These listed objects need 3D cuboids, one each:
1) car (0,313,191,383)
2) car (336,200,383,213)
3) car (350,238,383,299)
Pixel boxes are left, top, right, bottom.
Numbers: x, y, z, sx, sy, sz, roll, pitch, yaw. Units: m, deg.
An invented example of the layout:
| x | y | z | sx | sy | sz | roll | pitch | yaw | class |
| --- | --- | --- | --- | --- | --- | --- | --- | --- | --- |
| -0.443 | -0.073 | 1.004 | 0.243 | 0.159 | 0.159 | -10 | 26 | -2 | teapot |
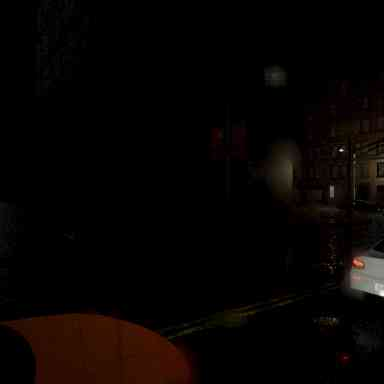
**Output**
| x | y | z | sx | sy | sz | roll | pitch | yaw | class |
| --- | --- | --- | --- | --- | --- | --- | --- | --- | --- |
| -2.264 | 1.477 | 1.828 | 5.008 | 1.535 | 1.882 | 0 | 0 | -35 | car |
| 18.798 | 1.581 | 37.477 | 1.895 | 1.301 | 4.718 | 1 | 0 | -36 | car |
| 5.238 | 1.529 | 7.173 | 4.674 | 1.442 | 1.812 | 0 | 0 | -35 | car |
